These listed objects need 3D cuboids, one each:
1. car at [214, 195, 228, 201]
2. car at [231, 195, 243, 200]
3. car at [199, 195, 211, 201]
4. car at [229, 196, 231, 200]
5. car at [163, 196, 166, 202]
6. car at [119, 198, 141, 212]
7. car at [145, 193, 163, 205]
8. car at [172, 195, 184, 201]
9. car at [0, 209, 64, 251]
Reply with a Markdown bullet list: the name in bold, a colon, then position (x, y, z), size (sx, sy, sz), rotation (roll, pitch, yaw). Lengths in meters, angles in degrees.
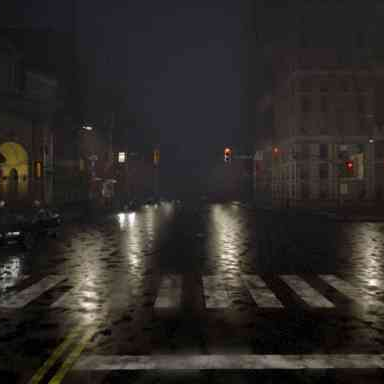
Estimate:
- **car**: position (7.102, 1.525, 85.356), size (2.128, 1.511, 4.902), rotation (0, 0, 25)
- **car**: position (12.471, 1.500, 94.149), size (1.837, 1.490, 4.892), rotation (0, 0, 41)
- **car**: position (3.301, 1.524, 85.379), size (1.812, 1.442, 4.674), rotation (0, 0, 22)
- **car**: position (8.250, 1.466, 94.369), size (1.882, 1.535, 5.008), rotation (0, 0, 38)
- **car**: position (-6.811, 1.500, 72.614), size (1.837, 1.490, 4.892), rotation (0, 0, 3)
- **car**: position (-7.084, 1.491, 38.265), size (2.128, 1.511, 4.902), rotation (0, 0, 0)
- **car**: position (-7.054, 1.222, 59.664), size (2.150, 2.045, 5.566), rotation (0, 0, 0)
- **car**: position (-3.534, 1.475, 87.103), size (1.882, 1.535, 5.008), rotation (0, 0, 19)
- **car**: position (-7.095, 1.491, 14.171), size (2.128, 1.511, 4.902), rotation (0, 0, 0)
